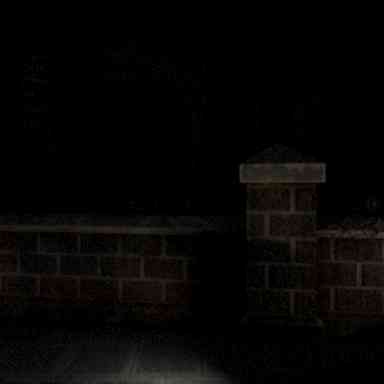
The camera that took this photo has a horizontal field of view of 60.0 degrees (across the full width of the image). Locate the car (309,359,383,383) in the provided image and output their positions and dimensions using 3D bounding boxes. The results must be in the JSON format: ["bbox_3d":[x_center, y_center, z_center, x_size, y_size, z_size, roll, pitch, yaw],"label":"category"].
[{"bbox_3d":[2.944,1.527,1.730,4.674,1.442,1.812,0,0,8],"label":"car"}]
